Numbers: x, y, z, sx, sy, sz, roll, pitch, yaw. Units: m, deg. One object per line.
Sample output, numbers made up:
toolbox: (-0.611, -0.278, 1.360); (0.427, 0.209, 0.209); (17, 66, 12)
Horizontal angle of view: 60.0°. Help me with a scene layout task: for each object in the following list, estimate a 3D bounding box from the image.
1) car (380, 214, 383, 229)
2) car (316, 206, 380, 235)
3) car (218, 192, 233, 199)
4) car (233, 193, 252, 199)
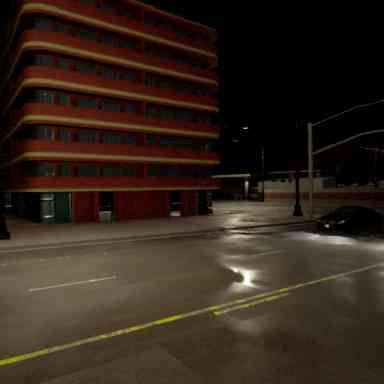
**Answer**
car: (12.068, 1.209, 16.767); (5.566, 2.045, 2.150); (0, 0, -35)
car: (9.052, 1.532, 18.931); (4.674, 1.442, 1.812); (0, 0, -35)
car: (8.936, 0.930, 86.187); (4.611, 1.667, 2.242); (-1, 1, -35)
car: (12.907, 1.061, 81.965); (3.806, 1.475, 1.970); (-1, 1, -35)
